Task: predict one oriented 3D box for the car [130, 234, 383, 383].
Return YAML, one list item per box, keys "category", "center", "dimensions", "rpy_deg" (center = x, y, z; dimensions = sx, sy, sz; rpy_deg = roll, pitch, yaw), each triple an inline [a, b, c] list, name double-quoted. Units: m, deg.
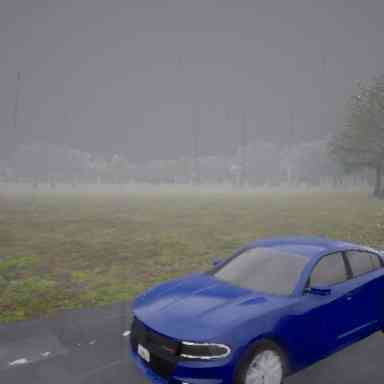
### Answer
- category: "car"
  center: [1.509, 1.472, 5.069]
  dimensions: [5.008, 1.535, 1.882]
  rpy_deg: [0, 0, -35]
